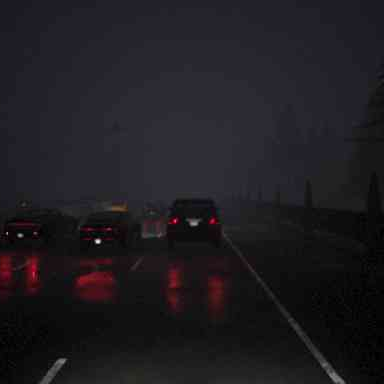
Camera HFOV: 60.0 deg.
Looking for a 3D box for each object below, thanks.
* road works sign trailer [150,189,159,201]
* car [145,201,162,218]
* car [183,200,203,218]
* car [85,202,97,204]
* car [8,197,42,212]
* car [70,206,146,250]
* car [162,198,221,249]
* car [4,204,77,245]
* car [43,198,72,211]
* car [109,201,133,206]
[{"bbox_3d":[-10.576,0.783,91.536,2.380,3.560,2.880,0,0,-28],"label":"road works sign trailer"},{"bbox_3d":[-3.413,1.600,31.110,2.128,1.511,4.902,0,0,0],"label":"car"},{"bbox_3d":[0.091,1.592,32.684,1.882,1.535,5.008,0,0,0],"label":"car"},{"bbox_3d":[-14.176,1.381,45.277,2.150,2.045,5.566,0,0,-1],"label":"car"},{"bbox_3d":[-21.159,1.498,42.265,2.097,1.767,4.553,0,0,-1],"label":"car"},{"bbox_3d":[-3.418,1.556,14.555,1.837,1.490,4.892,0,0,0],"label":"car"},{"bbox_3d":[0.085,1.273,14.920,2.150,2.045,5.566,0,0,0],"label":"car"},{"bbox_3d":[-6.915,1.547,15.874,2.128,1.511,4.902,0,0,0],"label":"car"},{"bbox_3d":[-17.662,1.631,43.945,1.882,1.535,5.008,0,0,-1],"label":"car"},{"bbox_3d":[-6.909,1.592,32.684,1.882,1.535,5.008,0,0,0],"label":"car"}]
